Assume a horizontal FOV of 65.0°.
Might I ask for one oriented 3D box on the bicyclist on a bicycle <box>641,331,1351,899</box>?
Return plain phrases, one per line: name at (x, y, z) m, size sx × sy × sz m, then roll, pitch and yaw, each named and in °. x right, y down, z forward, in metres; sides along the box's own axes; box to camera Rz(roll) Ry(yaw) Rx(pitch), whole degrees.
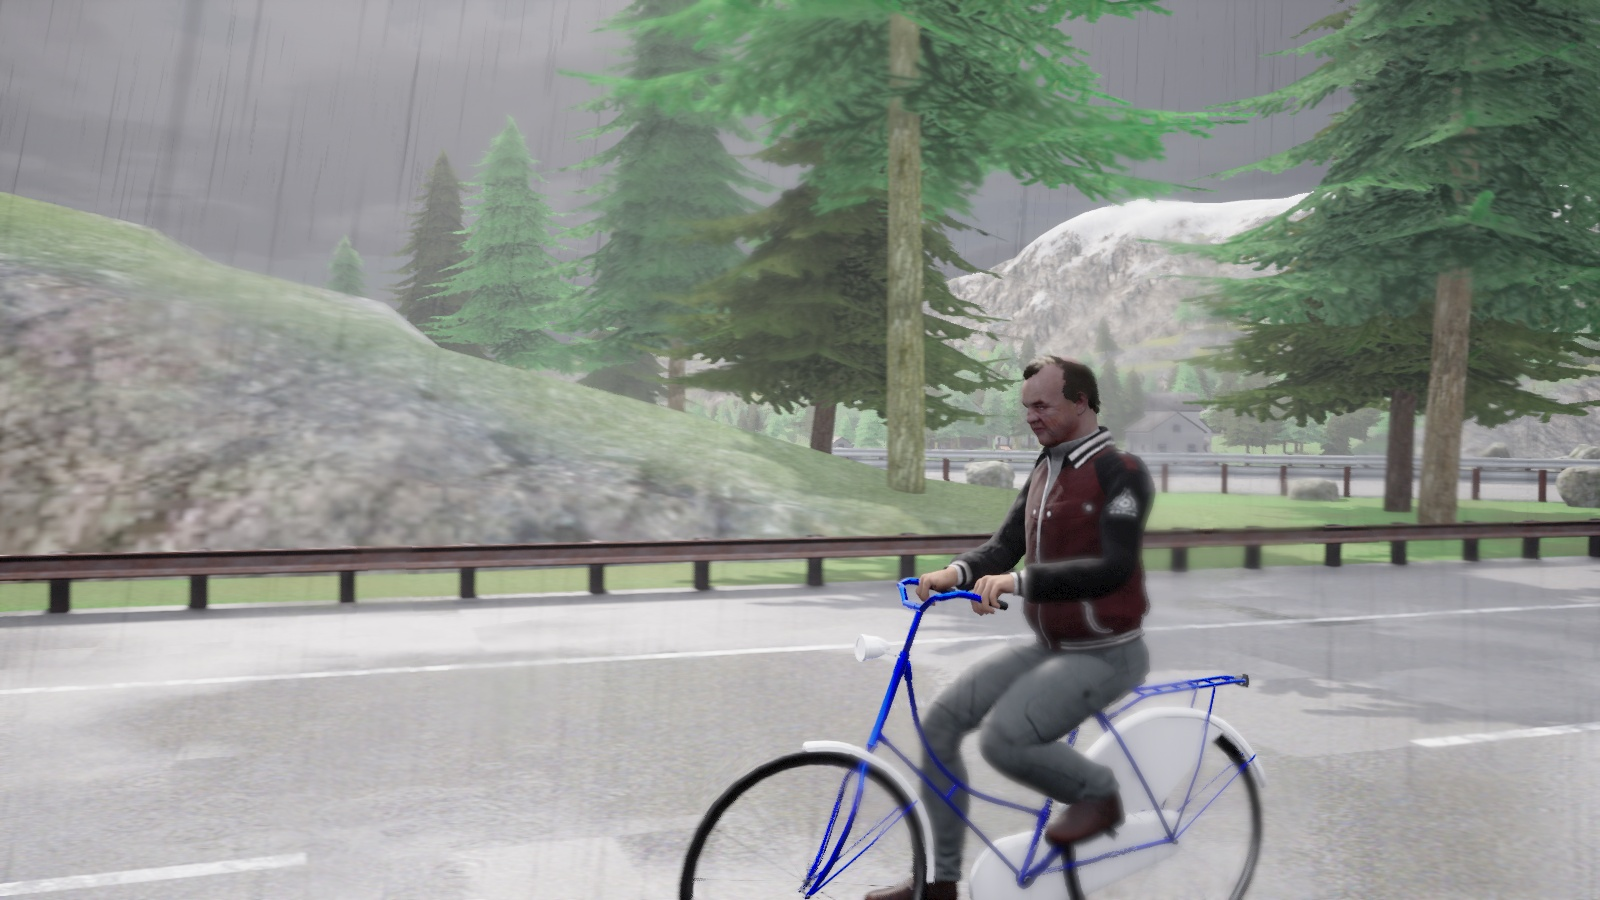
bicyclist on a bicycle at (0.552, 0.606, 3.463) m, size 1.843 × 1.776 × 0.659 m, roll -1°, pitch 1°, yaw -21°
